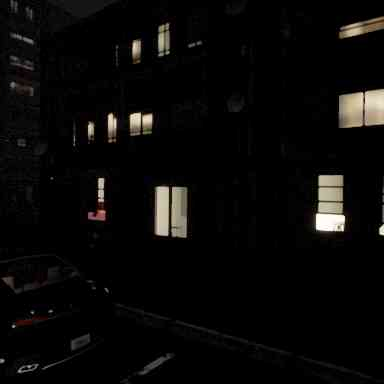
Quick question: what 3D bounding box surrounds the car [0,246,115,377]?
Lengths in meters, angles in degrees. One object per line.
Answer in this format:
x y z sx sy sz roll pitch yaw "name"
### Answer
-3.103 1.548 5.230 4.403 1.369 2.008 0 1 36 "car"
